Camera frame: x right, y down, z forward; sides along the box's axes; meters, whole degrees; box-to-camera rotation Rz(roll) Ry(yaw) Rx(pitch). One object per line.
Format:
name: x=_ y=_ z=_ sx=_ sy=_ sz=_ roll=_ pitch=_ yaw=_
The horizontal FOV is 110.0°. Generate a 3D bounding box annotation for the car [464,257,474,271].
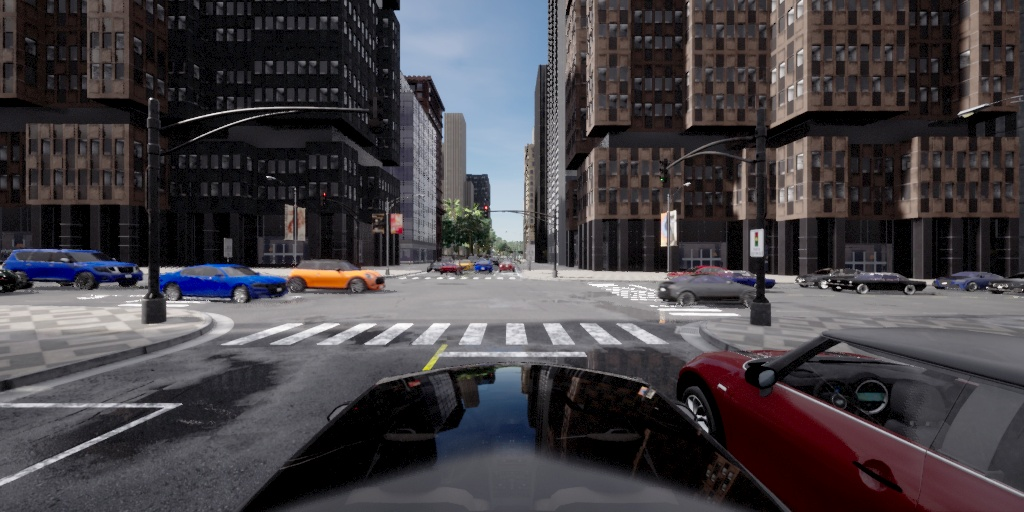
car: x=-6.497 y=1.246 z=48.915 sx=1.882 sy=1.535 sz=5.008 roll=0 pitch=0 yaw=0

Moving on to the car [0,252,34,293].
car: x=-24.516 y=0.789 z=15.526 sx=4.553 sy=1.767 sz=2.097 roll=1 pitch=0 yaw=0

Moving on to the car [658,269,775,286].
car: x=8.603 y=1.469 z=15.719 sx=4.181 sy=1.385 sz=1.994 roll=1 pitch=0 yaw=0

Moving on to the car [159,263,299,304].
car: x=-12.096 y=1.089 z=15.137 sx=5.008 sy=1.535 sz=1.882 roll=1 pitch=0 yaw=7

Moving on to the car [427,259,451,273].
car: x=-9.131 y=1.323 z=43.694 sx=1.948 sy=1.339 sz=4.313 roll=0 pitch=0 yaw=0

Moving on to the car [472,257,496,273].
car: x=-3.308 y=1.233 z=43.091 sx=1.882 sy=1.535 sz=5.008 roll=0 pitch=0 yaw=0

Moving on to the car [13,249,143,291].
car: x=-22.875 y=0.677 z=18.780 sx=5.566 sy=2.045 sz=2.150 roll=1 pitch=0 yaw=0

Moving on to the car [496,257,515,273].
car: x=-0.606 y=1.197 z=43.747 sx=1.967 sy=1.591 sz=4.097 roll=0 pitch=0 yaw=0

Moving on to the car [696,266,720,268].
car: x=13.644 y=1.443 z=25.704 sx=5.008 sy=1.535 sz=1.882 roll=1 pitch=0 yaw=0

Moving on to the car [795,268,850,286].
car: x=23.135 y=1.607 z=25.752 sx=4.892 sy=1.490 sz=1.837 roll=1 pitch=0 yaw=0

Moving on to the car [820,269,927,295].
car: x=22.692 y=1.701 z=22.502 sx=4.718 sy=1.301 sz=1.895 roll=1 pitch=0 yaw=0

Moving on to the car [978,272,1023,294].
car: x=33.100 y=1.756 z=22.554 sx=4.892 sy=1.490 sz=1.837 roll=1 pitch=0 yaw=0

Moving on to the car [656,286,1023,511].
car: x=2.764 y=1.190 z=2.356 sx=1.967 sy=1.591 sz=4.097 roll=0 pitch=0 yaw=0

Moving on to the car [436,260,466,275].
car: x=-6.463 y=1.347 z=38.521 sx=1.895 sy=1.301 sz=4.718 roll=0 pitch=0 yaw=1

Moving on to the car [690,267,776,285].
car: x=13.526 y=1.568 z=22.447 sx=4.718 sy=1.301 sz=1.895 roll=1 pitch=0 yaw=0

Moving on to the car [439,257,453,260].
car: x=-9.166 y=1.084 z=49.120 sx=2.192 sy=1.841 sz=5.009 roll=0 pitch=0 yaw=0

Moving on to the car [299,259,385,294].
car: x=-9.121 y=1.000 z=18.865 sx=4.553 sy=1.767 sz=2.097 roll=1 pitch=0 yaw=0

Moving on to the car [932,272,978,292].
car: x=33.112 y=1.812 z=25.810 sx=4.181 sy=1.385 sz=1.994 roll=1 pitch=0 yaw=-1
